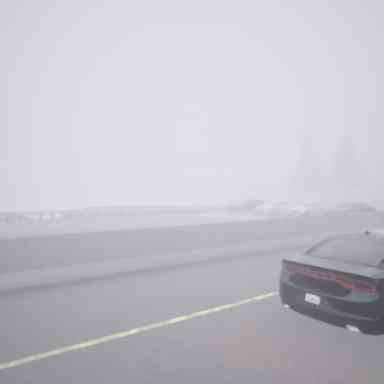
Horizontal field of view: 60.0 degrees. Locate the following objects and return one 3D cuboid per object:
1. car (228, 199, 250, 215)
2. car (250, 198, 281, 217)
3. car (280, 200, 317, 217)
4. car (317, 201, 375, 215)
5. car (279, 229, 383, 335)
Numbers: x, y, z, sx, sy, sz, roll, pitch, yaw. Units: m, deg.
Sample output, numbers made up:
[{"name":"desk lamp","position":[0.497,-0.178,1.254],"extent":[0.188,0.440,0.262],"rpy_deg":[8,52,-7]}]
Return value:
[{"name":"car","position":[5.883,1.434,33.977],"extent":[5.008,1.535,1.882],"rpy_deg":[0,0,-35]},{"name":"car","position":[7.943,1.483,31.148],"extent":[4.674,1.442,1.812],"rpy_deg":[0,0,-35]},{"name":"car","position":[9.992,1.484,28.311],"extent":[4.674,1.442,1.812],"rpy_deg":[0,0,-35]},{"name":"car","position":[12.066,1.437,25.491],"extent":[5.008,1.535,1.882],"rpy_deg":[0,0,-35]},{"name":"car","position":[3.860,1.467,6.512],"extent":[5.008,1.535,1.882],"rpy_deg":[0,0,-35]}]
